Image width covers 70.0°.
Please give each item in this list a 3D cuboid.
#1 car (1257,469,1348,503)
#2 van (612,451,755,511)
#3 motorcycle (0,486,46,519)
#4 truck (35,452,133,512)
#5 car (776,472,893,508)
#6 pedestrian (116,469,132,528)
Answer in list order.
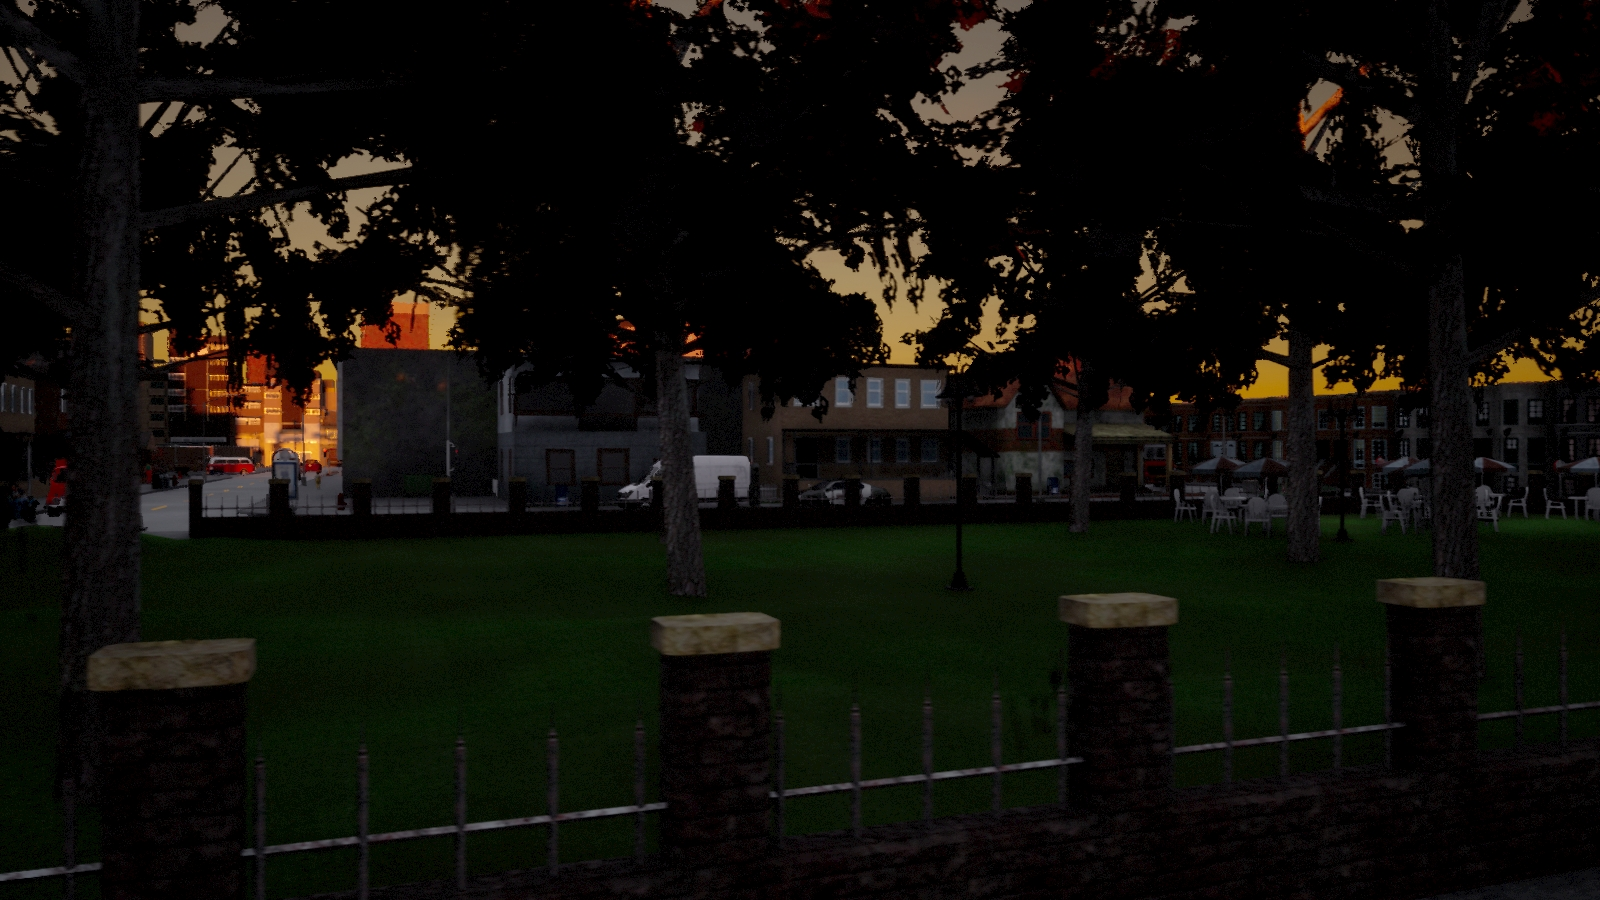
[{"bbox_3d":[25.015,1.779,56.933,3.988,1.617,1.851,0,0,-20],"label":"car"},{"bbox_3d":[-5.109,1.314,50.170,5.915,2.561,1.988,0,0,-20],"label":"van"},{"bbox_3d":[-29.762,1.992,43.405,0.803,1.145,2.033,-1,0,1],"label":"motorcycle"},{"bbox_3d":[-31.322,1.348,50.162,2.627,2.467,5.204,0,0,-20],"label":"truck"},{"bbox_3d":[1.582,1.817,52.722,4.974,1.542,2.038,0,0,-21],"label":"car"},{"bbox_3d":[-21.378,1.525,36.150,0.375,1.860,0.375,0,0,-20],"label":"pedestrian"}]
